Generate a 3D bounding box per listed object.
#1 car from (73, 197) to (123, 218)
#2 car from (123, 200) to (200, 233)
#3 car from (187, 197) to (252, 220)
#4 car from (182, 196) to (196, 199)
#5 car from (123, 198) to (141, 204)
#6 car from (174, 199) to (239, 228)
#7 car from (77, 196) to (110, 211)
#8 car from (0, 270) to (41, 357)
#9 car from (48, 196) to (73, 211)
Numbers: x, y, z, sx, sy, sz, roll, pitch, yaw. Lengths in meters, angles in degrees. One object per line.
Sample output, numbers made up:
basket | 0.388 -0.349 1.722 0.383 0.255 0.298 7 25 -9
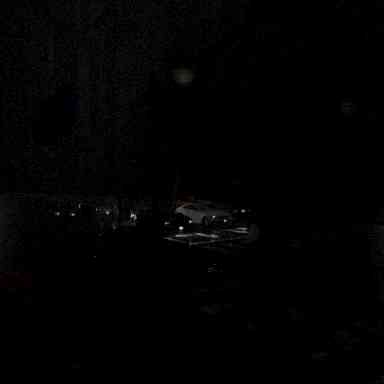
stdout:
car | -8.086 1.343 28.201 2.128 1.511 4.902 -1 1 -36
car | -1.978 1.484 19.747 2.033 1.411 5.357 -1 1 -32
car | 2.139 1.369 25.453 2.033 1.411 5.357 -1 1 -36
car | -0.161 1.183 34.215 1.882 1.535 5.008 -1 1 -36
car | -5.365 1.297 29.980 2.128 1.511 4.902 -1 1 -36
car | 0.609 1.415 21.709 1.812 1.442 4.674 -1 1 -36
car | -11.449 1.269 38.466 2.033 1.411 5.357 -1 1 -35
car | -4.152 1.545 3.690 4.507 1.381 1.887 0 -1 -36
car | -14.883 1.236 37.674 1.882 1.535 5.008 -1 1 -35
